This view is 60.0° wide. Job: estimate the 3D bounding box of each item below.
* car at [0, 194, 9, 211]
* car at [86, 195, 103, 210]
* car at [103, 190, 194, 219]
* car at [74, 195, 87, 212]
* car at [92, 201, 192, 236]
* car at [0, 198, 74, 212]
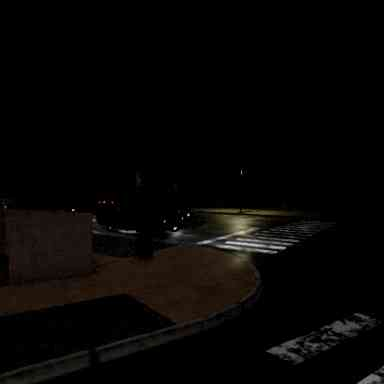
[{"bbox_3d":[-19.468,0.926,31.116,4.892,1.490,1.837,1,1,30],"label":"car"},{"bbox_3d":[-10.757,1.001,33.776,5.357,1.411,2.033,1,1,31],"label":"car"},{"bbox_3d":[-2.580,0.944,20.819,5.566,2.045,2.150,1,1,31],"label":"car"},{"bbox_3d":[-10.571,1.142,25.809,4.181,1.385,1.994,1,1,30],"label":"car"},{"bbox_3d":[-2.641,1.382,17.036,4.718,1.301,1.895,1,1,33],"label":"car"},{"bbox_3d":[-10.445,1.131,21.933,4.902,1.511,2.128,1,1,31],"label":"car"}]
